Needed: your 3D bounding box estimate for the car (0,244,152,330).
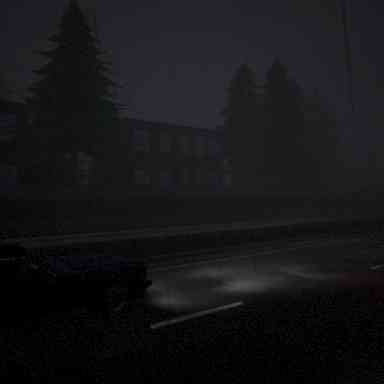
[{"bbox_3d":[-3.126,1.601,5.817,4.718,1.301,1.895,0,0,-35],"label":"car"}]
